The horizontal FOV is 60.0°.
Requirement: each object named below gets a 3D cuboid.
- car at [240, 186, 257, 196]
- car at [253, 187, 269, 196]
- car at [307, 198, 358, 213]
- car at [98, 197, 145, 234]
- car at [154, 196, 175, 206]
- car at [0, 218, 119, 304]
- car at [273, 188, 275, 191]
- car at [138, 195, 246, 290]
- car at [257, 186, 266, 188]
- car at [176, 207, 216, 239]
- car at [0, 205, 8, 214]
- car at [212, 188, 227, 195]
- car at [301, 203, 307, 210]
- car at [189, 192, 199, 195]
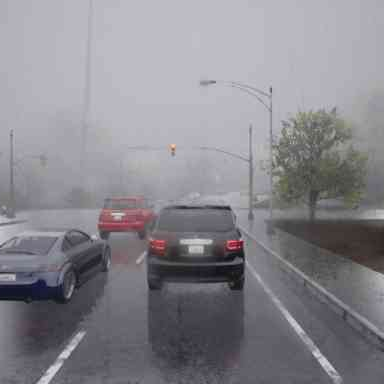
[{"bbox_3d":[13.966,0.078,84.502,2.097,1.767,4.553,0,3,33],"label":"car"},{"bbox_3d":[17.535,0.249,83.629,1.895,1.301,4.718,0,3,33],"label":"car"},{"bbox_3d":[15.977,1.639,37.570,4.718,1.301,1.895,-1,0,3],"label":"car"},{"bbox_3d":[-3.282,1.256,17.632,2.150,2.045,5.566,0,0,1],"label":"car"},{"bbox_3d":[-4.831,1.571,58.894,2.128,1.511,4.902,0,1,17],"label":"car"},{"bbox_3d":[-3.405,1.573,8.230,1.994,1.385,4.181,0,0,2],"label":"car"},{"bbox_3d":[23.244,-0.493,92.014,2.033,1.411,5.357,0,3,38],"label":"car"},{"bbox_3d":[0.103,1.232,9.233,2.150,2.045,5.566,0,0,0],"label":"car"},{"bbox_3d":[19.646,-0.779,93.035,2.150,2.045,5.566,0,3,38],"label":"car"},{"bbox_3d":[0.249,1.601,18.461,1.994,1.385,4.181,0,0,2],"label":"car"},{"bbox_3d":[-22.573,1.736,36.069,4.902,1.511,2.128,-1,0,2],"label":"car"},{"bbox_3d":[7.236,0.041,86.903,2.150,2.045,5.566,0,3,30],"label":"car"},{"bbox_3d":[16.083,1.541,41.070,4.902,1.511,2.128,-1,0,3],"label":"car"},{"bbox_3d":[0.245,0.999,73.127,2.097,1.767,4.553,0,2,23],"label":"car"}]
